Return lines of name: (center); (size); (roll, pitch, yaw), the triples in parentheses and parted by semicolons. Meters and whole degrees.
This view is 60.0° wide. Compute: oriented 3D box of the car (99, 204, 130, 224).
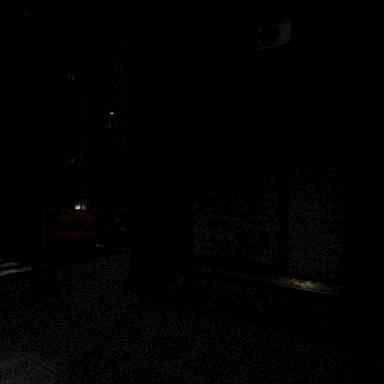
car: (-4.975, 1.584, 24.270); (2.008, 1.369, 4.403); (0, 0, 36)

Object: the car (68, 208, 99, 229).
car: (-8.224, 1.554, 19.729); (1.752, 1.417, 4.829); (0, 0, 36)

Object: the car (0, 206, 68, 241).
car: (-8.550, 1.493, 15.100); (1.882, 1.535, 5.008); (0, 0, 37)

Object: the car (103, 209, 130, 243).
car: (-1.604, 1.561, 15.190); (1.947, 1.339, 4.313); (0, 0, 36)
